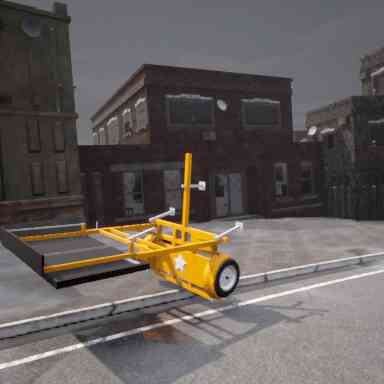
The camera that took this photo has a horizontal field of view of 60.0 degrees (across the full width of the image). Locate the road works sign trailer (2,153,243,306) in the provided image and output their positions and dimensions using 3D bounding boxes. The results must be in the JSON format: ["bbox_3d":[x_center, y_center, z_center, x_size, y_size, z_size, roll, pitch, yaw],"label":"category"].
[{"bbox_3d":[-1.094,0.689,5.838,3.560,2.880,2.380,-2,7,-43],"label":"road works sign trailer"}]
